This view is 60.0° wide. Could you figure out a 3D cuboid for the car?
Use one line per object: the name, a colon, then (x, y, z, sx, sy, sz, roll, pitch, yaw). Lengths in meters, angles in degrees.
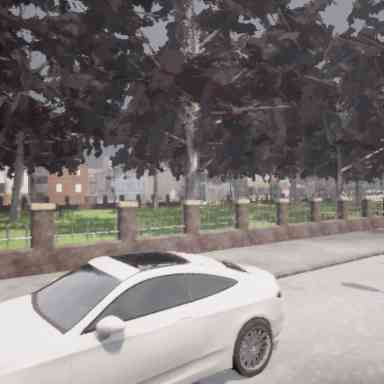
car: (-0.798, 1.523, 4.019, 4.674, 1.442, 1.812, 0, 0, -36)
